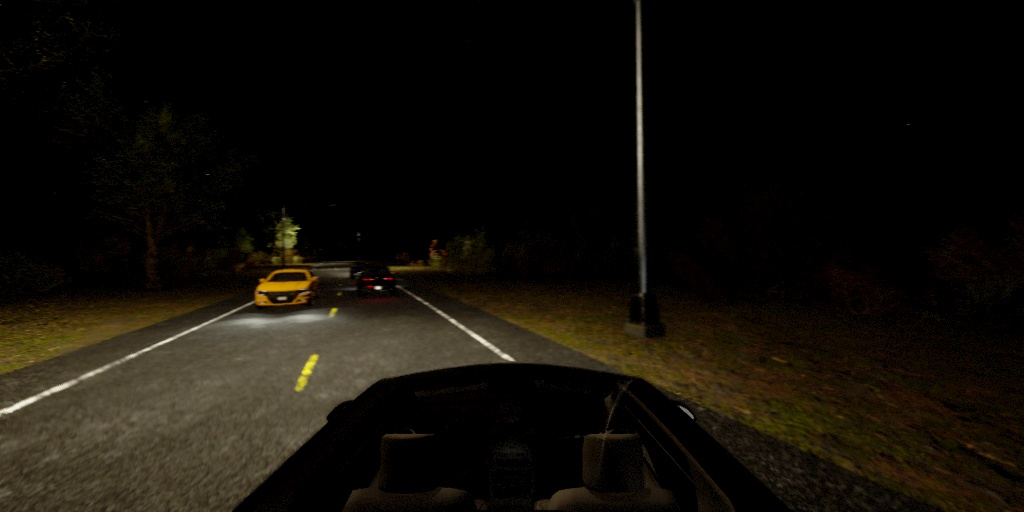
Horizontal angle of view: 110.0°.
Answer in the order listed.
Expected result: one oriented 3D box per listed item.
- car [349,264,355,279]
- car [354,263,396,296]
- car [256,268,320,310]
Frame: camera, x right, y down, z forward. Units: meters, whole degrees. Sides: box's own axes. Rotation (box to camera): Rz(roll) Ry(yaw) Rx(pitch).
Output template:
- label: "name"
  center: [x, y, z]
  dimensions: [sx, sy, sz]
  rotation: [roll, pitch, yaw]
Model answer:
- label: "car"
  center: [-14.652, 1.387, 34.819]
  dimensions: [1.812, 1.442, 4.674]
  rotation: [-1, 0, -26]
- label: "car"
  center: [-7.610, 1.315, 19.964]
  dimensions: [1.837, 1.490, 4.892]
  rotation: [-1, 0, -24]
- label: "car"
  center: [-9.634, 1.320, 15.700]
  dimensions: [1.882, 1.535, 5.008]
  rotation: [-1, 0, -24]
